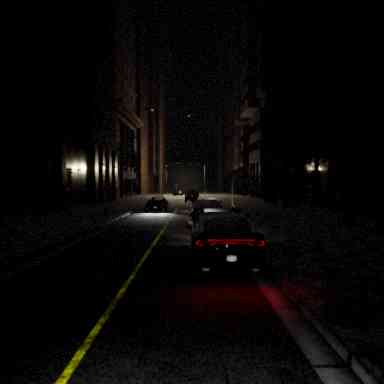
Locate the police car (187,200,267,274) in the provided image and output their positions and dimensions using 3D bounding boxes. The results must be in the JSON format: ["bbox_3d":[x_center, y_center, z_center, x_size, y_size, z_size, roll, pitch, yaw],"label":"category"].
[{"bbox_3d":[0.899,1.260,10.124,1.930,1.638,5.238,0,1,0],"label":"police car"}]

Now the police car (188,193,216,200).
[{"bbox_3d":[0.899,1.095,20.124,1.930,1.638,5.238,0,1,0],"label":"police car"}]

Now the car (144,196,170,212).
[{"bbox_3d":[-3.097,1.066,30.077,1.994,1.385,4.181,0,1,0],"label":"car"}]

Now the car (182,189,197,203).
[{"bbox_3d":[0.009,0.554,47.633,2.097,1.767,4.553,0,1,0],"label":"car"}]

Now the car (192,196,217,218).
[{"bbox_3d":[0.899,1.097,26.015,1.812,1.442,4.674,0,1,0],"label":"car"}]

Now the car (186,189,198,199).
[{"bbox_3d":[-0.001,0.307,61.500,2.097,1.767,4.553,0,1,0],"label":"car"}]

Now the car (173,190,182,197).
[{"bbox_3d":[-3.002,0.341,70.716,1.994,1.385,4.181,0,1,0],"label":"car"}]
